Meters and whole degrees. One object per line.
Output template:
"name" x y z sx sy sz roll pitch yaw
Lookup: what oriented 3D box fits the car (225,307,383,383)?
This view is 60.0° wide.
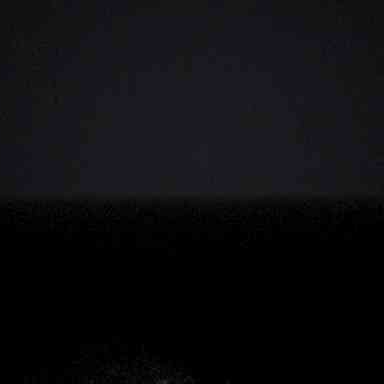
"car" 2.587 1.528 2.577 4.674 1.442 1.812 0 0 5
